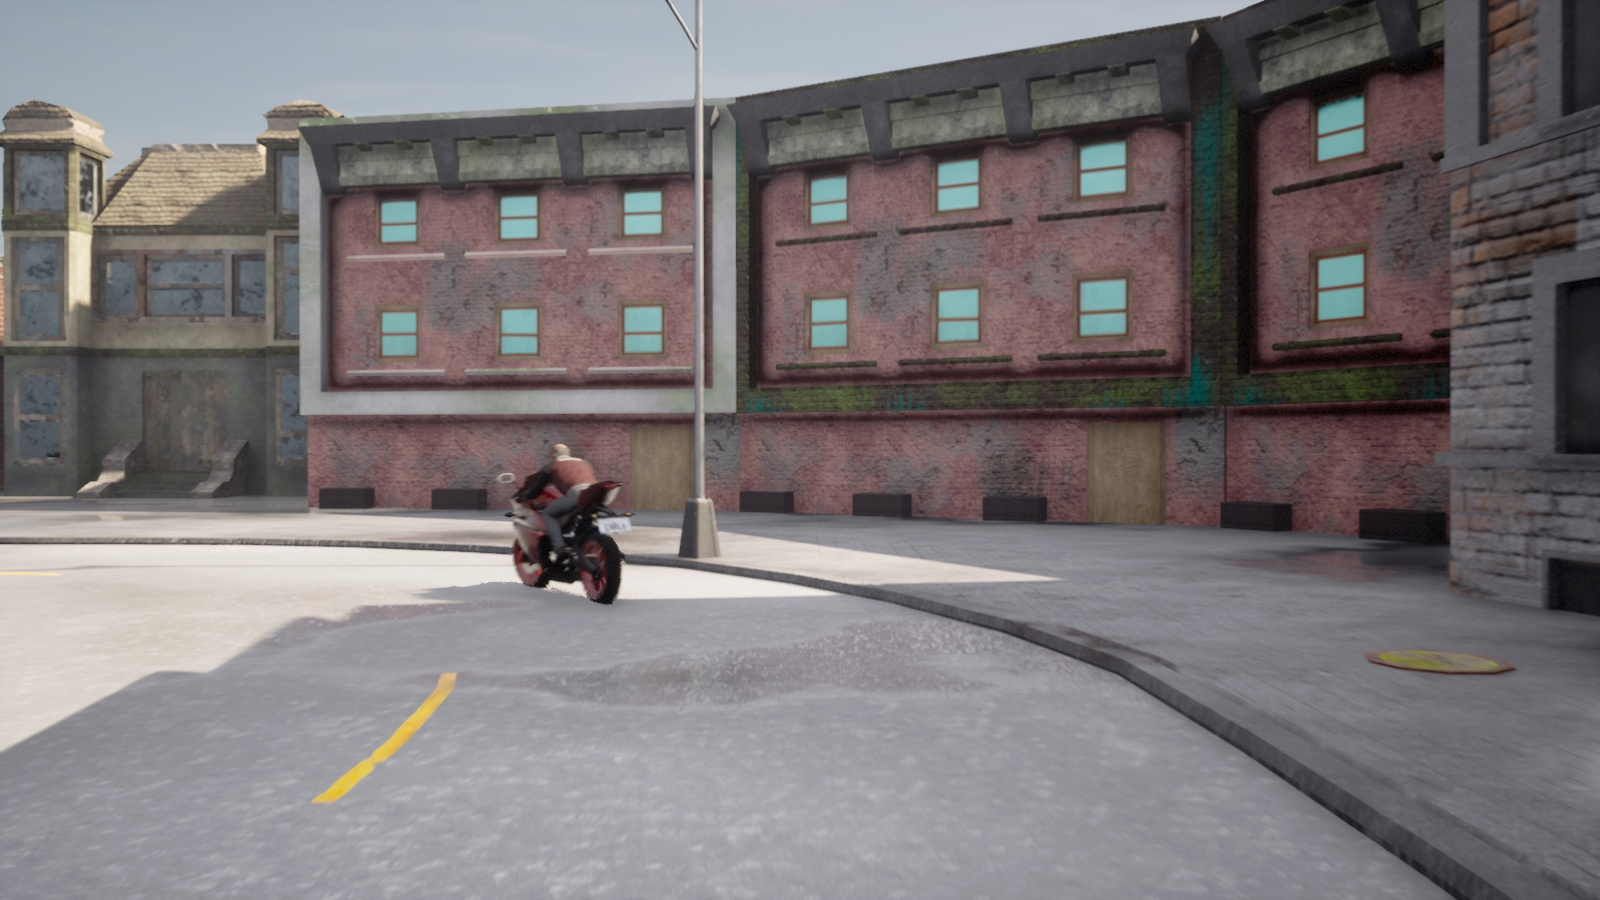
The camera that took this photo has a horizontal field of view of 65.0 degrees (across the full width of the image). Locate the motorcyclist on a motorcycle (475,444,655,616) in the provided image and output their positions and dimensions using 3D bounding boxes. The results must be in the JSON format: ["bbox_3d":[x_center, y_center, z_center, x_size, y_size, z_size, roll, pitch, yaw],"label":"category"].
[{"bbox_3d":[-2.366,0.711,12.396,0.866,1.530,2.191,-2,1,-36],"label":"motorcyclist on a motorcycle"}]
